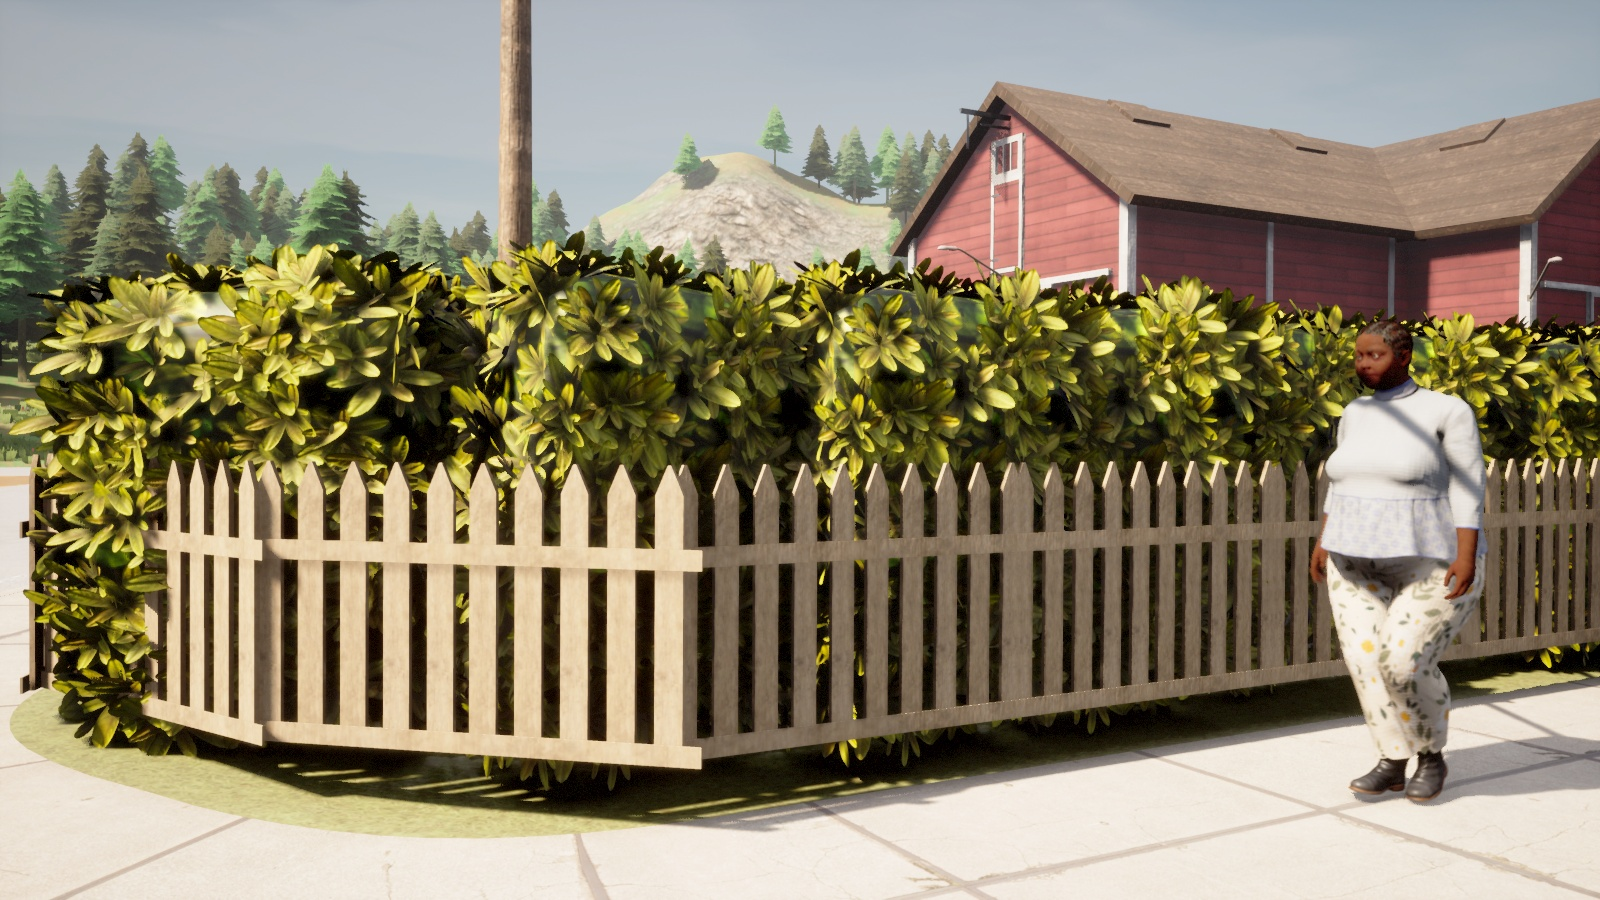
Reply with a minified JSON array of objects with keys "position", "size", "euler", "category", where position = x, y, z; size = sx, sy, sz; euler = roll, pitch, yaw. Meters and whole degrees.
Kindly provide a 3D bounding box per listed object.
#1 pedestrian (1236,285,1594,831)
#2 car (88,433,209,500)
[{"position":[2.362,0.359,4.868],"size":[0.900,1.855,0.874],"euler":[-1,1,-29],"category":"pedestrian"},{"position":[-16.867,0.363,32.785],"size":[1.801,1.575,5.366],"euler":[-1,1,-16],"category":"car"}]
